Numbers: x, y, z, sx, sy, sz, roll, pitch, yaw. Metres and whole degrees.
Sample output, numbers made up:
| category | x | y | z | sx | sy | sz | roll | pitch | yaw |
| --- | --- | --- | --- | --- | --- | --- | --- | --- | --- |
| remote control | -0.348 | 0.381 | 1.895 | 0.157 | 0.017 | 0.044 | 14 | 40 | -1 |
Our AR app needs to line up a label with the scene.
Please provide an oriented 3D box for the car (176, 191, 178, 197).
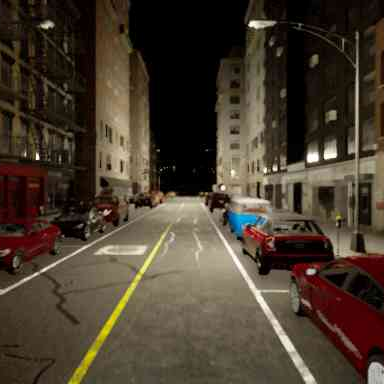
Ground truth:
| category | x | y | z | sx | sy | sz | roll | pitch | yaw |
| --- | --- | --- | --- | --- | --- | --- | --- | --- | --- |
| car | -5.254 | 0.722 | 87.698 | 1.752 | 1.417 | 4.829 | 0 | 1 | 0 |

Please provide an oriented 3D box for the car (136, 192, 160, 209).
| category | x | y | z | sx | sy | sz | roll | pitch | yaw |
| --- | --- | --- | --- | --- | --- | --- | --- | --- | --- |
| car | -5.329 | 0.965 | 38.541 | 2.192 | 1.841 | 5.009 | 0 | 1 | 0 |

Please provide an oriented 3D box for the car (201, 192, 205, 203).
| category | x | y | z | sx | sy | sz | roll | pitch | yaw |
| --- | --- | --- | --- | --- | --- | --- | --- | --- | --- |
| car | 2.718 | 0.913 | 44.203 | 2.192 | 1.841 | 5.009 | 0 | 1 | 0 |

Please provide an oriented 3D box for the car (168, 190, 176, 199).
| category | x | y | z | sx | sy | sz | roll | pitch | yaw |
| --- | --- | --- | --- | --- | --- | --- | --- | --- | --- |
| car | -5.278 | 0.822 | 76.735 | 1.752 | 1.417 | 4.829 | 0 | 1 | 0 |

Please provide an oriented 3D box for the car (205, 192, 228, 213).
| category | x | y | z | sx | sy | sz | roll | pitch | yaw |
| --- | --- | --- | --- | --- | --- | --- | --- | --- | --- |
| car | 2.698 | 1.017 | 32.845 | 2.192 | 1.841 | 5.009 | 0 | 1 | 0 |

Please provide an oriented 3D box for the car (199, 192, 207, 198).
| category | x | y | z | sx | sy | sz | roll | pitch | yaw |
| --- | --- | --- | --- | --- | --- | --- | --- | --- | --- |
| car | 2.785 | 0.790 | 82.372 | 1.887 | 1.381 | 4.507 | 0 | 1 | 0 |

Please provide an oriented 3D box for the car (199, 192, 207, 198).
| category | x | y | z | sx | sy | sz | roll | pitch | yaw |
| --- | --- | --- | --- | --- | --- | --- | --- | --- | --- |
| car | 2.795 | 0.746 | 87.854 | 2.008 | 1.369 | 4.403 | 0 | 1 | 0 |

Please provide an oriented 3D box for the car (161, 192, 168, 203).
| category | x | y | z | sx | sy | sz | roll | pitch | yaw |
| --- | --- | --- | --- | --- | --- | --- | --- | --- | --- |
| car | -5.310 | 0.860 | 49.897 | 2.192 | 1.841 | 5.009 | 0 | 1 | 0 |

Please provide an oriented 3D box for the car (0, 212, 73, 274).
| category | x | y | z | sx | sy | sz | roll | pitch | yaw |
| --- | --- | --- | --- | --- | --- | --- | --- | --- | --- |
| car | -5.375 | 1.490 | 10.153 | 1.802 | 1.307 | 4.206 | 0 | 1 | 0 |

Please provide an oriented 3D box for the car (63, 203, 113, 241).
| category | x | y | z | sx | sy | sz | roll | pitch | yaw |
| --- | --- | --- | --- | --- | --- | --- | --- | --- | --- |
| car | -5.366 | 1.423 | 15.830 | 1.947 | 1.339 | 4.313 | 0 | 1 | 0 |

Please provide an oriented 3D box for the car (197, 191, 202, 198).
| category | x | y | z | sx | sy | sz | roll | pitch | yaw |
| --- | --- | --- | --- | --- | --- | --- | --- | --- | --- |
| car | 2.776 | 0.846 | 76.891 | 2.008 | 1.369 | 4.403 | 0 | 1 | 0 |

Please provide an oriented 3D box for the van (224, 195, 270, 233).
| category | x | y | z | sx | sy | sz | roll | pitch | yaw |
| --- | --- | --- | --- | --- | --- | --- | --- | --- | --- |
| van | 2.667 | 1.198 | 15.810 | 1.690 | 1.788 | 3.998 | 0 | 1 | 0 |

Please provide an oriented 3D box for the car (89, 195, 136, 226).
| category | x | y | z | sx | sy | sz | roll | pitch | yaw |
| --- | --- | --- | --- | --- | --- | --- | --- | --- | --- |
| car | -5.356 | 1.121 | 21.506 | 2.192 | 1.841 | 5.009 | 0 | 1 | 0 |

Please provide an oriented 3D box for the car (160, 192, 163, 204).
| category | x | y | z | sx | sy | sz | roll | pitch | yaw |
| --- | --- | --- | --- | --- | --- | --- | --- | --- | --- |
| car | -5.320 | 1.124 | 44.050 | 1.752 | 1.417 | 4.829 | 0 | 1 | 0 |

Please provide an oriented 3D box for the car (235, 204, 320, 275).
| category | x | y | z | sx | sy | sz | roll | pitch | yaw |
| --- | --- | --- | --- | --- | --- | --- | --- | --- | --- |
| car | 2.657 | 1.348 | 10.132 | 1.967 | 1.590 | 4.097 | 0 | 1 | 0 |

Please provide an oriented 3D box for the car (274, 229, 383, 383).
| category | x | y | z | sx | sy | sz | roll | pitch | yaw |
| --- | --- | --- | --- | --- | --- | --- | --- | --- | --- |
| car | 2.647 | 1.504 | 4.455 | 1.887 | 1.381 | 4.507 | 0 | 1 | 0 |

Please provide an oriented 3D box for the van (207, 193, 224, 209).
| category | x | y | z | sx | sy | sz | roll | pitch | yaw |
| --- | --- | --- | --- | --- | --- | --- | --- | --- | --- |
| van | 2.708 | 0.991 | 38.525 | 1.690 | 1.788 | 3.998 | 0 | 1 | 0 |

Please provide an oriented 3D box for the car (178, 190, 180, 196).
| category | x | y | z | sx | sy | sz | roll | pitch | yaw |
| --- | --- | --- | --- | --- | --- | --- | --- | --- | --- |
| car | -5.242 | 0.460 | 93.348 | 2.192 | 1.841 | 5.009 | 0 | 1 | 0 |

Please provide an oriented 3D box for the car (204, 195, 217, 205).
| category | x | y | z | sx | sy | sz | roll | pitch | yaw |
| --- | --- | --- | --- | --- | --- | --- | --- | --- | --- |
| car | 2.728 | 1.127 | 49.884 | 1.802 | 1.307 | 4.206 | 0 | 1 | 0 |

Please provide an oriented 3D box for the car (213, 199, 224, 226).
| category | x | y | z | sx | sy | sz | roll | pitch | yaw |
| --- | --- | --- | --- | --- | --- | --- | --- | --- | --- |
| car | 2.677 | 1.356 | 21.491 | 2.008 | 1.369 | 4.403 | 0 | 1 | 0 |
